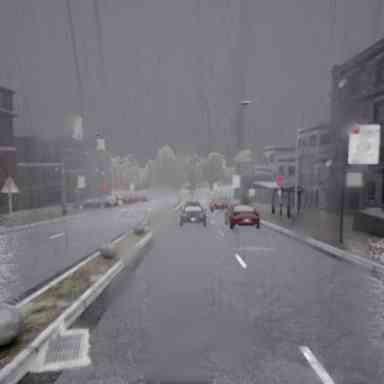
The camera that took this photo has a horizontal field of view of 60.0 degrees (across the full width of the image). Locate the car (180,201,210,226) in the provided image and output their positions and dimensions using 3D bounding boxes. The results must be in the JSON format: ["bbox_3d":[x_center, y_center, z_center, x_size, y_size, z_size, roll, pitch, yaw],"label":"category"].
[{"bbox_3d":[0.089,1.629,23.994,1.812,1.442,4.674,0,0,0],"label":"car"}]

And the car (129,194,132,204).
[{"bbox_3d":[-14.047,1.574,61.850,4.553,1.767,2.185,-1,0,-20],"label":"car"}]

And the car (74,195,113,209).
[{"bbox_3d":[-14.013,1.656,46.601,4.892,1.521,2.231,-1,0,-20],"label":"car"}]

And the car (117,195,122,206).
[{"bbox_3d":[-14.082,1.701,52.687,4.792,1.488,2.163,-1,0,-20],"label":"car"}]

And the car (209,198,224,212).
[{"bbox_3d":[3.336,1.535,42.491,2.097,1.767,4.553,0,0,0],"label":"car"}]

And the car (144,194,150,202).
[{"bbox_3d":[-14.106,1.516,83.179,5.566,2.045,2.435,-1,0,-20],"label":"car"}]

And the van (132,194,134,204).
[{"bbox_3d":[-14.194,1.485,64.845,4.442,1.987,1.878,-1,0,-20],"label":"van"}]

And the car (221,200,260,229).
[{"bbox_3d":[3.318,1.575,22.584,1.882,1.535,5.008,0,0,0],"label":"car"}]

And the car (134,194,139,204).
[{"bbox_3d":[-14.086,1.720,67.936,4.892,1.521,2.231,-1,0,-20],"label":"car"}]

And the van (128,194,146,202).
[{"bbox_3d":[-14.247,1.552,86.167,4.442,1.987,1.878,-1,0,-20],"label":"van"}]

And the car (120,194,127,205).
[{"bbox_3d":[-14.237,1.680,55.681,5.366,1.575,1.946,-1,0,-20],"label":"car"}]

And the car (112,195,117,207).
[{"bbox_3d":[-14.074,1.538,49.644,4.553,1.767,2.185,-1,0,-20],"label":"car"}]

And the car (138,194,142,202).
[{"bbox_3d":[-14.127,1.478,70.967,5.566,2.045,2.435,-1,0,-20],"label":"car"}]

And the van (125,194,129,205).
[{"bbox_3d":[-13.964,1.463,58.842,4.442,1.987,1.878,-1,0,-20],"label":"van"}]

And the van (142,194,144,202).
[{"bbox_3d":[-14.008,1.521,77.117,4.442,1.987,1.878,-1,0,-20],"label":"van"}]

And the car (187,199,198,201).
[{"bbox_3d":[0.087,1.687,42.741,1.837,1.490,4.892,0,-1,0],"label":"car"}]
